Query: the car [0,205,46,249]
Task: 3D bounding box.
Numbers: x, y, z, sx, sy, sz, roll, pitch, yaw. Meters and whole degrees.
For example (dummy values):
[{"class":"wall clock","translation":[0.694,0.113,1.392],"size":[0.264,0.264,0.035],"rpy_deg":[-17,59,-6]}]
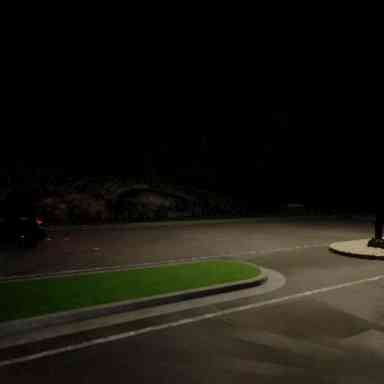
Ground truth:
[{"class":"car","translation":[-8.243,1.305,13.081],"size":[4.553,1.767,2.097],"rpy_deg":[1,0,-26]}]
